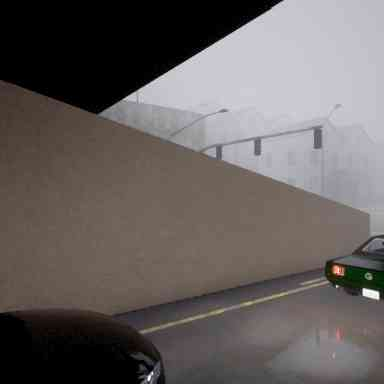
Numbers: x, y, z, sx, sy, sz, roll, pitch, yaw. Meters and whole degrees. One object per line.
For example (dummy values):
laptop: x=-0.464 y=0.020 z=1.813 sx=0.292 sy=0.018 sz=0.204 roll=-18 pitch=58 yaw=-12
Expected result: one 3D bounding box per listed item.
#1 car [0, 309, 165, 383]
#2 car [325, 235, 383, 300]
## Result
car: x=-2.445 y=1.491 z=2.015 sx=4.902 sy=1.511 sz=2.128 roll=0 pitch=0 yaw=-35
car: x=5.133 y=1.601 z=7.437 sx=4.718 sy=1.301 sz=1.895 roll=0 pitch=0 yaw=-35
